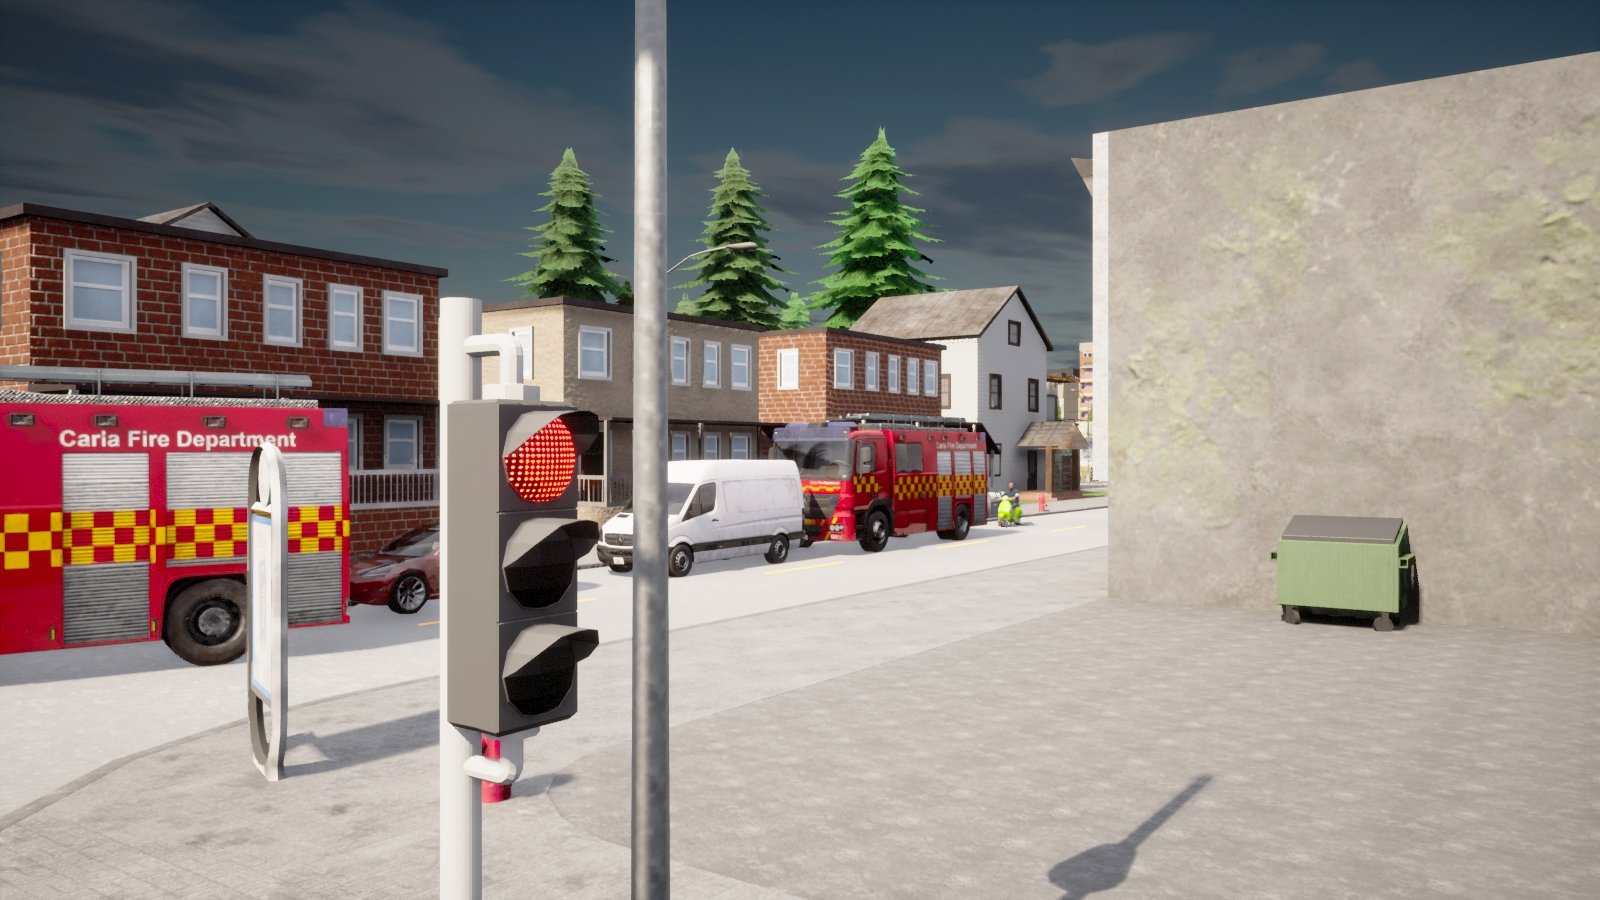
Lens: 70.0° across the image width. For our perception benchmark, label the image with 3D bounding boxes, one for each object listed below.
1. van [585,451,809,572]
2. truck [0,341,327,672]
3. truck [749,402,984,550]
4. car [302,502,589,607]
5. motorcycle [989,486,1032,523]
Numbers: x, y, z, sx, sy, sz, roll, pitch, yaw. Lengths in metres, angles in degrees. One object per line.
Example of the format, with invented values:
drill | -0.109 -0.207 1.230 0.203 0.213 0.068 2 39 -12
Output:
van | -2.273 1.307 27.238 1.988 2.561 5.915 0 0 35
truck | -10.639 0.661 14.018 8.468 3.827 2.891 0 0 -37
truck | 2.235 0.662 33.662 2.891 3.827 8.468 0 0 35
car | -6.437 1.835 21.300 2.163 1.488 4.792 0 0 35
motorcycle | 7.609 1.955 41.340 0.856 1.236 1.805 0 0 35
